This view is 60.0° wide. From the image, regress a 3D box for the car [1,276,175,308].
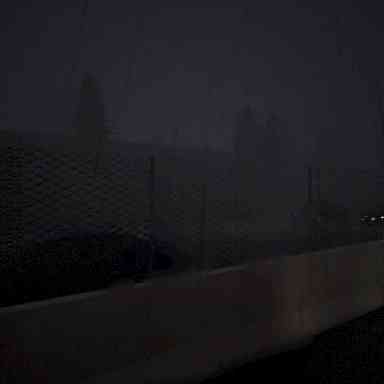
[{"bbox_3d":[-2.598,1.473,6.439,5.008,1.535,1.882,0,0,-36],"label":"car"}]
